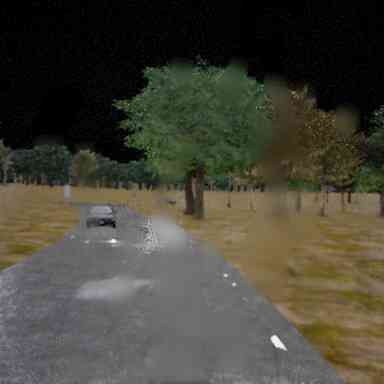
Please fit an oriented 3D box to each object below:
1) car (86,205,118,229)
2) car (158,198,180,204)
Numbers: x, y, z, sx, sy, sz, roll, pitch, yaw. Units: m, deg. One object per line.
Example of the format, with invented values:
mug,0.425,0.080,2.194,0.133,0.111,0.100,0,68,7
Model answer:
car,-6.227,1.633,23.144,1.882,1.535,5.008,1,0,-14
car,-4.830,1.977,68.257,4.892,1.490,1.837,3,-2,-22
